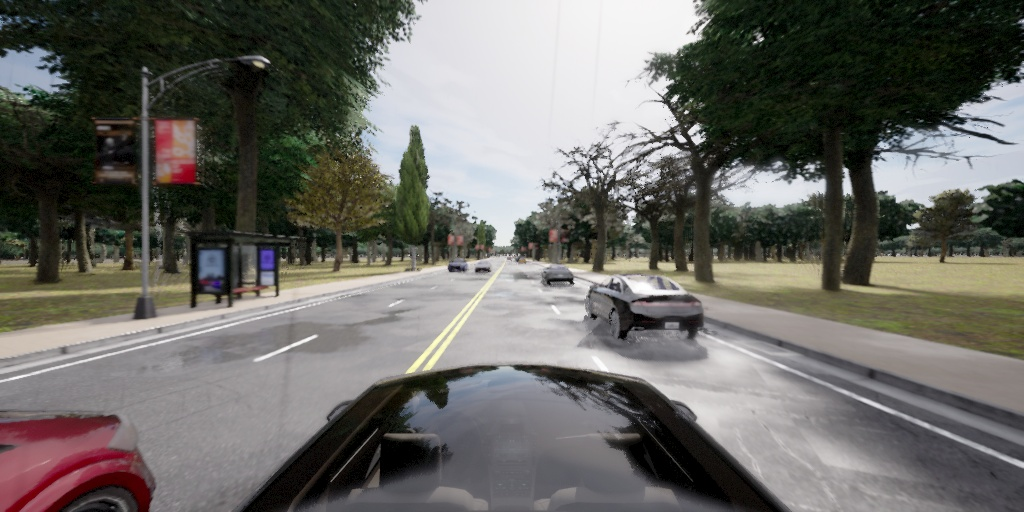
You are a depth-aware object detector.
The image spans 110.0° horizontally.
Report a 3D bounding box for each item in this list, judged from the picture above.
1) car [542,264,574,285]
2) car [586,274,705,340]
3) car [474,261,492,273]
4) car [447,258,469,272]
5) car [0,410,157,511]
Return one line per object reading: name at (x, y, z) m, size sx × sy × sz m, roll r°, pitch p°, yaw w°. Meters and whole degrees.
car at (3.319, 1.305, 26.446) m, size 1.994 × 1.385 × 4.181 m, roll 0°, pitch 0°, yaw 0°
car at (3.345, 1.238, 9.920) m, size 2.128 × 1.511 × 4.902 m, roll 0°, pitch 0°, yaw 0°
car at (-3.416, 1.282, 43.208) m, size 2.033 × 1.411 × 5.357 m, roll 0°, pitch 0°, yaw 0°
car at (-6.673, 1.086, 44.652) m, size 2.097 × 1.767 × 4.553 m, roll 0°, pitch 0°, yaw 0°
car at (-3.352, 1.315, 0.595) m, size 1.994 × 1.385 × 4.181 m, roll 0°, pitch 0°, yaw 0°
